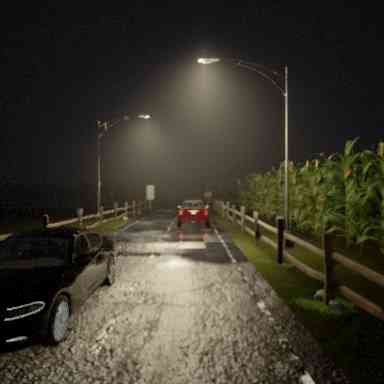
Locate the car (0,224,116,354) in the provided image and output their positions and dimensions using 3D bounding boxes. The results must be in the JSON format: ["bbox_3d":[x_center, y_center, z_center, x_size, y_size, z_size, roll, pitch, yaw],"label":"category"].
[{"bbox_3d":[-2.853,1.473,6.523,1.882,1.535,5.008,0,0,0],"label":"car"}]

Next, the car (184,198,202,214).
[{"bbox_3d":[0.092,1.482,36.487,1.837,1.490,4.892,0,0,0],"label":"car"}]

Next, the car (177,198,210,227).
[{"bbox_3d":[0.093,1.337,22.973,2.097,1.767,4.553,0,0,0],"label":"car"}]
